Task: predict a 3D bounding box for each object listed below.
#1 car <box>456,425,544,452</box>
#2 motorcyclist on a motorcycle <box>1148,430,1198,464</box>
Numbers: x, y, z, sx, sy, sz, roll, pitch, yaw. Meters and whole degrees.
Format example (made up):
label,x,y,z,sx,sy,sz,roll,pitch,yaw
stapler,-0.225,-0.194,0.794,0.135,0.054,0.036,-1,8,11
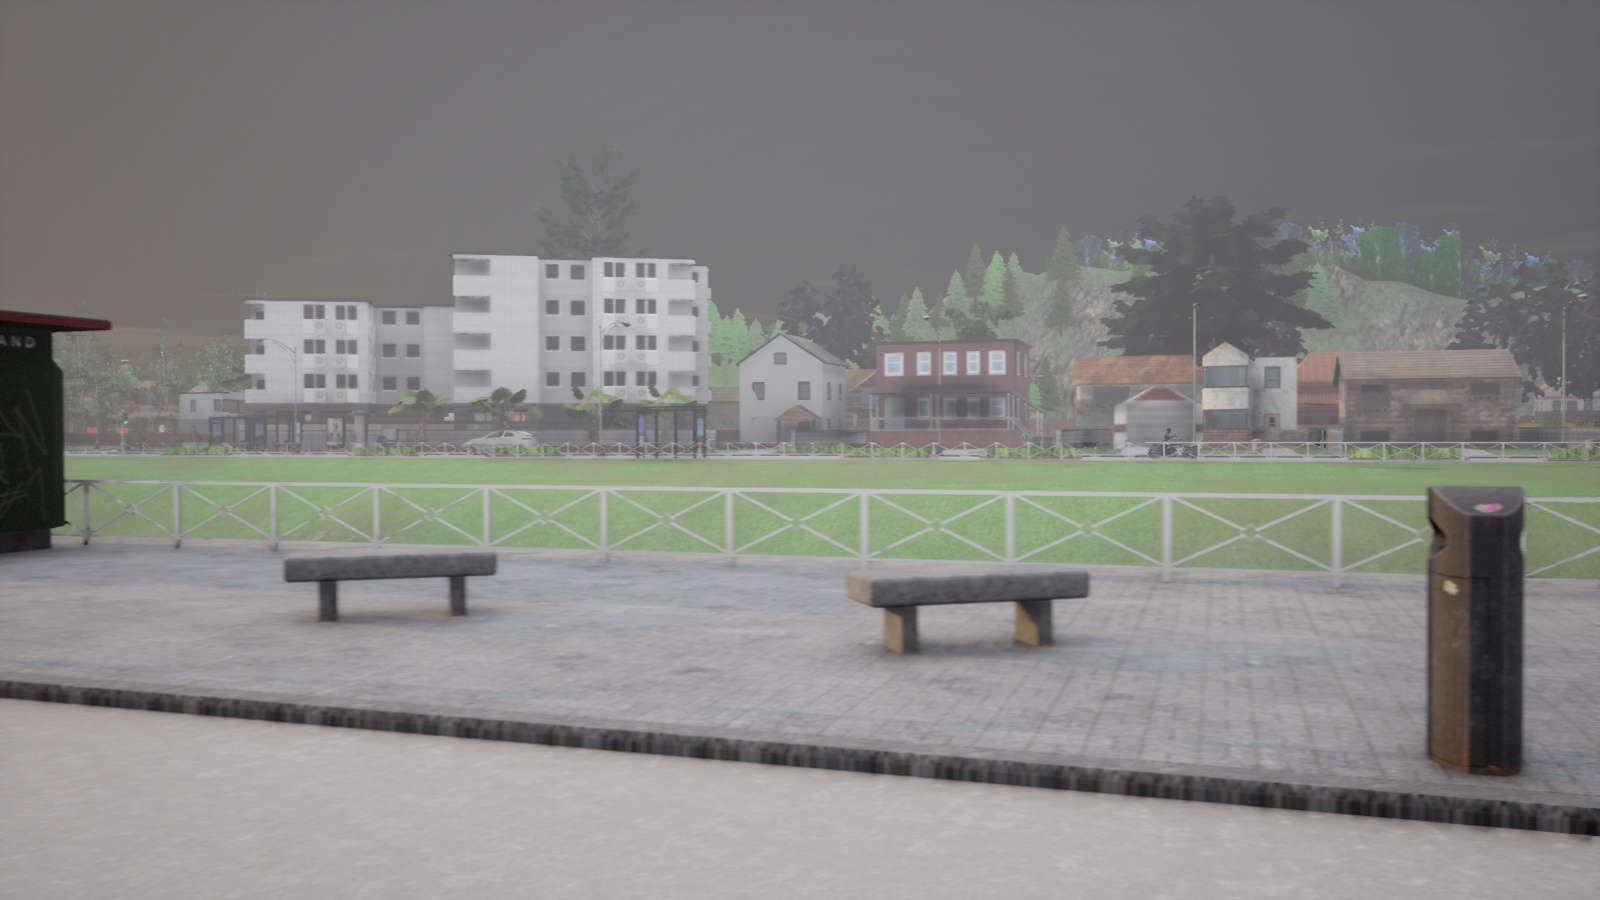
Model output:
label,x,y,z,sx,sy,sz,roll,pitch,yaw
car,-18.940,-0.738,79.408,5.027,1.651,2.152,1,1,19
motorcyclist on a motorcycle,18.594,-0.155,62.553,2.350,1.649,0.766,1,1,19
